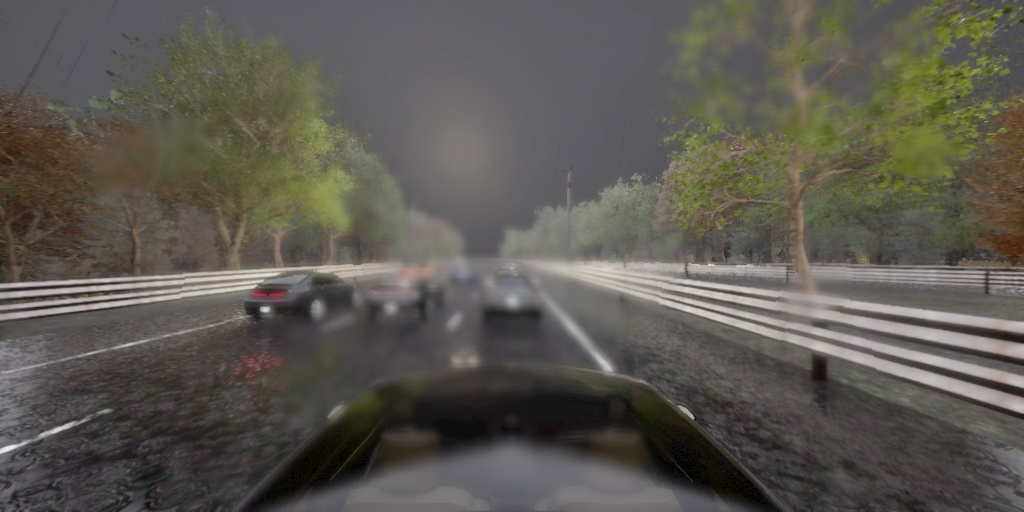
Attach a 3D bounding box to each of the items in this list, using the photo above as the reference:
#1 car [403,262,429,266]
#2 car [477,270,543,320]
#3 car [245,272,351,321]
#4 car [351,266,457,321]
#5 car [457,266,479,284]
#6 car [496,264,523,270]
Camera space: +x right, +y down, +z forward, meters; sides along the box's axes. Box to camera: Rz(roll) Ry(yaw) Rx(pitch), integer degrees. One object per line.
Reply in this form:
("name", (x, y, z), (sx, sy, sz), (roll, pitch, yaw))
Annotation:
("car", (-7.169, 1.237, 27.415), (2.097, 1.767, 4.553), (0, 0, -1))
("car", (0.017, 1.367, 12.881), (1.994, 1.385, 4.181), (0, 0, 0))
("car", (-6.980, 1.310, 12.617), (1.837, 1.490, 4.892), (0, 0, 0))
("car", (-3.479, 1.296, 12.719), (2.128, 1.511, 4.902), (0, 0, 0))
("car", (-3.681, 1.454, 28.438), (1.994, 1.385, 4.181), (0, 0, -1))
("car", (-0.171, 1.378, 27.811), (2.128, 1.511, 4.902), (0, 0, -1))
